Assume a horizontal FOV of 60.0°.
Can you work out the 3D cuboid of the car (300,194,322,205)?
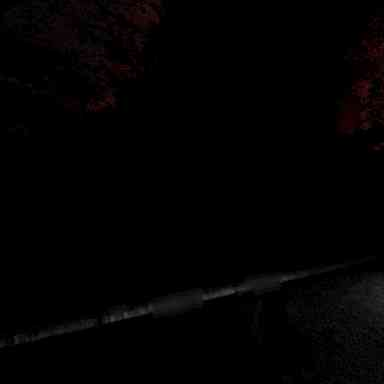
[{"bbox_3d":[24.465,1.755,72.405,2.435,2.045,5.566,0,0,-36],"label":"car"}]

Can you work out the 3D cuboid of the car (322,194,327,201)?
[{"bbox_3d":[26.630,1.739,73.954,2.435,2.045,5.566,0,0,-36],"label":"car"}]

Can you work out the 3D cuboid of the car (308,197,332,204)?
[{"bbox_3d":[29.012,2.016,75.624,2.002,1.452,4.674,0,0,-36],"label":"car"}]

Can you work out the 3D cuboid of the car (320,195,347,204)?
[{"bbox_3d":[33.427,1.702,78.813,2.435,2.045,5.566,0,0,-36],"label":"car"}]

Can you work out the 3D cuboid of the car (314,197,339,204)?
[{"bbox_3d":[31.174,1.965,77.174,2.097,1.535,5.008,0,0,-36],"label":"car"}]
